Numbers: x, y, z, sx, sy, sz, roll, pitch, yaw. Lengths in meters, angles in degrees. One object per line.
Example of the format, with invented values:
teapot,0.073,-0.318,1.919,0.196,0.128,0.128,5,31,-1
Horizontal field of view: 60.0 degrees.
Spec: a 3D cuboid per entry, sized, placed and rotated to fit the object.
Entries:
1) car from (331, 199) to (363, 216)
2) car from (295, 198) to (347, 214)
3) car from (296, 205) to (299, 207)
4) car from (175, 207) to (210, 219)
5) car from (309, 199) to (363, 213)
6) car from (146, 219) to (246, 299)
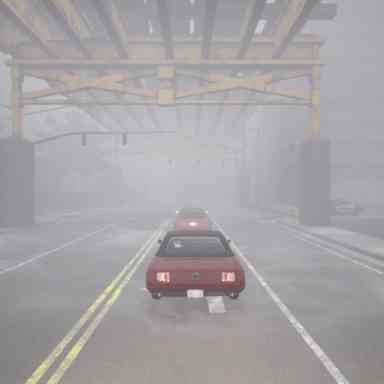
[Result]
car,13.125,1.402,30.494,4.974,1.542,2.038,0,0,-20
car,13.432,1.394,34.655,4.974,1.542,2.038,0,0,25
car,13.479,1.236,34.633,4.536,1.218,1.853,0,0,25
car,0.018,1.535,18.347,1.994,1.385,4.181,0,0,-1
car,13.174,1.244,30.512,4.536,1.218,1.853,0,0,-20
car,0.059,1.594,8.387,1.895,1.301,4.718,0,0,0
